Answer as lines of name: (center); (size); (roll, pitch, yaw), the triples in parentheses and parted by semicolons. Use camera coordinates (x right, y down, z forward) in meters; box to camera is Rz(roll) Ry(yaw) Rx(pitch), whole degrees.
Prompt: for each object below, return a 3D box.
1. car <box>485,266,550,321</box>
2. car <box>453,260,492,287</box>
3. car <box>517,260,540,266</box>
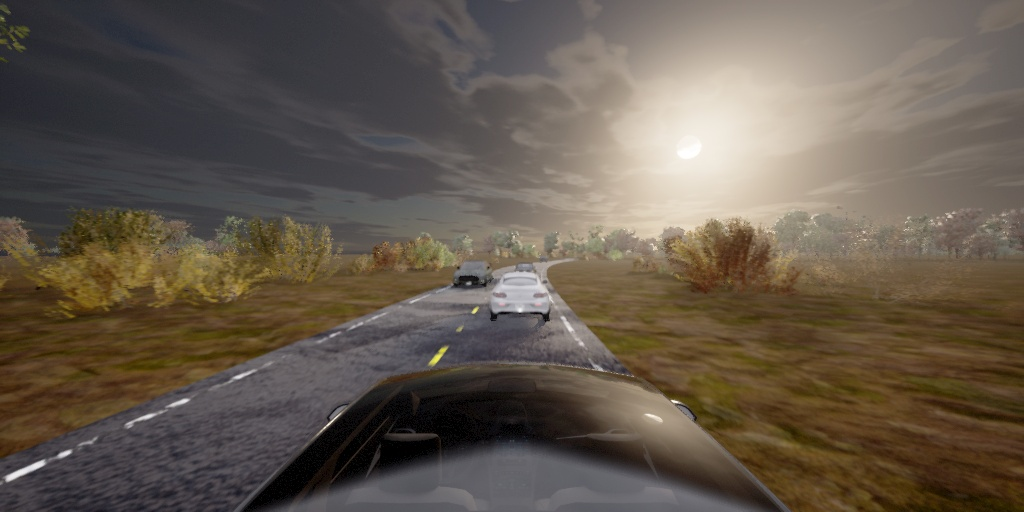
car: (0.275, 1.252, 12.312); (1.812, 1.442, 4.674); (0, 0, 1)
car: (-2.458, 1.050, 23.519); (2.097, 1.767, 4.553); (0, 0, 3)
car: (1.143, 1.236, 30.310); (2.033, 1.411, 5.357); (0, 0, 4)
